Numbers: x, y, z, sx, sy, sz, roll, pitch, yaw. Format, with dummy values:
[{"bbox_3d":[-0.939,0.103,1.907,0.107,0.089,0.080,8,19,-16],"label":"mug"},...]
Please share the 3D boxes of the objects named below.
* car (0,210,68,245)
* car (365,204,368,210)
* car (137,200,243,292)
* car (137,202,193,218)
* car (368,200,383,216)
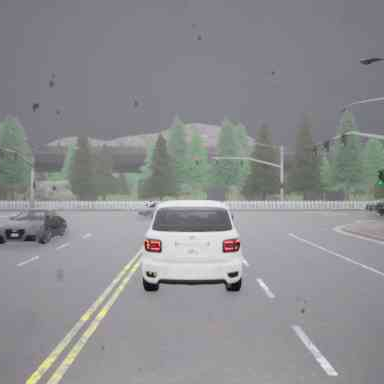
[{"bbox_3d":[-7.288,1.557,15.474,1.994,1.385,4.181,0,0,-3],"label":"car"},{"bbox_3d":[21.211,1.492,36.116,4.181,1.385,1.994,0,0,0],"label":"car"},{"bbox_3d":[0.009,1.217,9.087,2.150,2.045,5.566,0,0,0],"label":"car"},{"bbox_3d":[-2.293,1.558,28.818,4.718,1.301,1.895,0,0,0],"label":"car"},{"bbox_3d":[18.505,1.436,28.933,4.892,1.490,1.837,0,0,0],"label":"car"}]
